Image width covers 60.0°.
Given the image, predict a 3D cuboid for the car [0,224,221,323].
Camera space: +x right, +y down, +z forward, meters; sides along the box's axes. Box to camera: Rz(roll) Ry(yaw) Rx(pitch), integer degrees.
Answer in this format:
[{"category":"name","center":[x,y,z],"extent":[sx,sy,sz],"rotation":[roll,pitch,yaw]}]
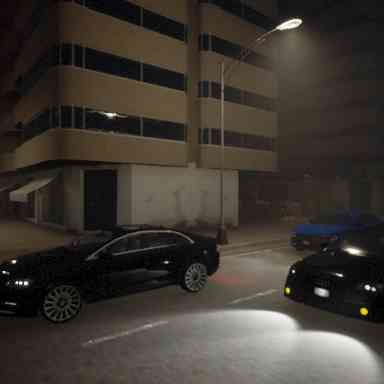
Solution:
[{"category":"car","center":[-1.567,1.495,7.276],"extent":[4.902,1.511,2.128],"rotation":[0,0,-37]}]

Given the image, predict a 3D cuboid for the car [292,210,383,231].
[{"category":"car","center":[5.927,1.493,13.102],"extent":[5.008,1.535,1.882],"rotation":[0,0,-38]}]

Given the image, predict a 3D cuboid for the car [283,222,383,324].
[{"category":"car","center":[3.834,1.573,7.032],"extent":[4.181,1.385,1.994],"rotation":[0,0,-38]}]
